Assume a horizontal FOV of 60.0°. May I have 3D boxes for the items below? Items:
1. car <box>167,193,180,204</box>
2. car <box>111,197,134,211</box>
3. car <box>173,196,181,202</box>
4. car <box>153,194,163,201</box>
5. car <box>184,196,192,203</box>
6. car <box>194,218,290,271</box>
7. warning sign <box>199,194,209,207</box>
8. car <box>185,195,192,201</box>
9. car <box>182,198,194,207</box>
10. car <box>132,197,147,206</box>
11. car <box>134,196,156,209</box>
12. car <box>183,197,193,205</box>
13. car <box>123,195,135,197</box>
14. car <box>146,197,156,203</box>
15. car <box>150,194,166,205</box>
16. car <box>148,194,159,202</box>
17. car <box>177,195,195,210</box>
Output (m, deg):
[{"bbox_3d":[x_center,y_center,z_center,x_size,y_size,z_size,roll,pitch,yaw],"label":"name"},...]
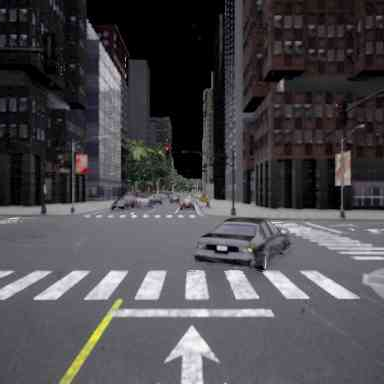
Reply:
[{"bbox_3d":[-3.513,1.500,69.212,2.097,1.767,4.553,0,0,0],"label":"car"},{"bbox_3d":[-9.117,1.621,42.625,1.947,1.339,4.313,0,0,0],"label":"car"},{"bbox_3d":[-3.574,1.670,79.249,1.812,1.442,4.674,0,0,0],"label":"car"},{"bbox_3d":[-9.415,1.549,91.459,2.192,1.841,5.009,0,0,0],"label":"car"},{"bbox_3d":[-0.791,1.695,75.393,1.752,1.417,4.829,0,0,0],"label":"car"},{"bbox_3d":[1.904,1.578,11.106,2.033,1.411,5.357,0,-1,26],"label":"car"},{"bbox_3d":[1.696,1.183,46.359,1.300,1.860,1.060,0,0,0],"label":"warning sign"},{"bbox_3d":[-0.889,1.674,91.498,1.967,1.590,4.097,0,0,0],"label":"car"},{"bbox_3d":[-0.658,1.673,53.523,1.802,1.307,4.206,0,0,0],"label":"car"},{"bbox_3d":[-9.215,1.635,58.732,1.752,1.417,4.829,0,0,0],"label":"car"},{"bbox_3d":[-6.454,1.591,45.790,1.812,1.442,4.674,0,0,0],"label":"car"},{"bbox_3d":[-0.724,1.674,64.373,1.887,1.381,4.507,0,0,0],"label":"car"},{"bbox_3d":[-9.151,1.388,48.051,2.192,1.841,5.009,0,0,0],"label":"car"},{"bbox_3d":[-9.315,1.751,75.180,1.802,1.307,4.206,0,0,0],"label":"car"},{"bbox_3d":[-6.496,1.669,62.165,2.033,1.411,5.357,0,0,0],"label":"car"},{"bbox_3d":[-9.349,1.505,80.607,2.192,1.841,5.009,0,0,0],"label":"car"},{"bbox_3d":[-0.592,1.495,42.674,1.967,1.590,4.097,0,0,0],"label":"car"}]
